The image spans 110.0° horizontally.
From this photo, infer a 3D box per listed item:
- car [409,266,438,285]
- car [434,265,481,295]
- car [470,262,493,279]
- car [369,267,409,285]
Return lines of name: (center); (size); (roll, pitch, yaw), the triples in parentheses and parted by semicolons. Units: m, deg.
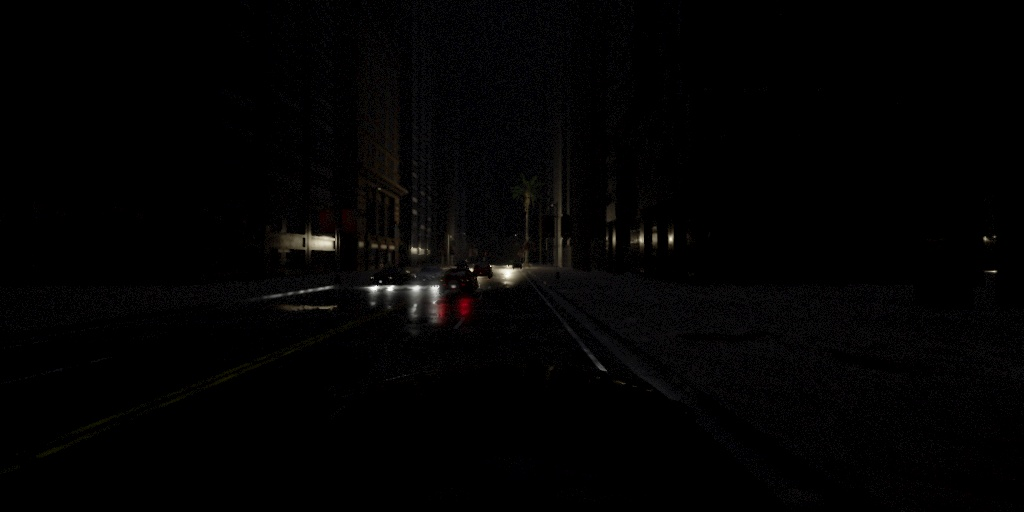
car: (-6.577, 1.546, 29.145); (1.812, 1.442, 4.674); (0, -1, 0)
car: (-3.142, 1.471, 21.569); (1.812, 1.442, 4.674); (0, -1, 0)
car: (-3.135, 1.592, 38.595); (1.882, 1.535, 5.008); (0, -1, 0)
car: (-9.838, 1.572, 29.498); (2.033, 1.411, 5.357); (0, -1, 0)
